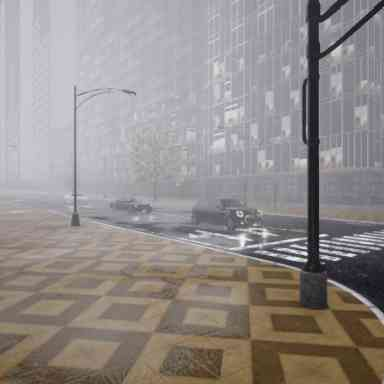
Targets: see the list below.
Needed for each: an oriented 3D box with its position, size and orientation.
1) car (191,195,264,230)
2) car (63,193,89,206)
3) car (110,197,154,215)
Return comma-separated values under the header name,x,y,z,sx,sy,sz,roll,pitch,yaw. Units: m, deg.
name,x,y,z,sx,sy,sz,roll,pitch,yaw
car,1.945,1.104,19.239,2.097,1.767,4.553,0,1,-38
car,-13.736,0.813,39.192,1.812,1.442,4.674,0,1,-38
car,-5.164,1.143,28.251,1.895,1.301,4.718,0,1,-38
